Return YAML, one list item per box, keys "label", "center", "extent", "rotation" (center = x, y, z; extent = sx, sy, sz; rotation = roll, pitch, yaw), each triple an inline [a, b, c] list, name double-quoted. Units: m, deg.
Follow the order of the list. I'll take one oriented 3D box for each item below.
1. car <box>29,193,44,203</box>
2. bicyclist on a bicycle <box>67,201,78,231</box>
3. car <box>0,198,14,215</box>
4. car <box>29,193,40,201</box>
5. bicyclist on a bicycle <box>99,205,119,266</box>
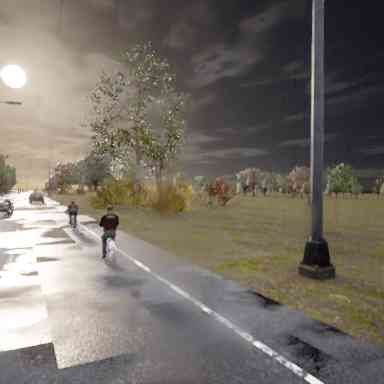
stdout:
- label: "car"
  center: [-25.166, 0.883, 53.907]
  extent: [2.097, 1.767, 4.553]
  rotation: [0, 1, -26]
- label: "bicyclist on a bicycle"
  center: [-6.511, 1.305, 18.205]
  extent: [0.582, 1.620, 1.656]
  rotation: [0, 0, -26]
- label: "car"
  center: [-17.142, 1.267, 29.818]
  extent: [2.033, 1.411, 5.357]
  rotation: [0, 0, -26]
- label: "car"
  center: [-31.945, 0.950, 67.367]
  extent: [2.033, 1.411, 5.357]
  rotation: [0, 0, -26]
- label: "bicyclist on a bicycle"
  center: [-2.605, 1.293, 10.322]
  extent: [0.659, 1.776, 1.843]
  rotation: [0, 1, -26]
